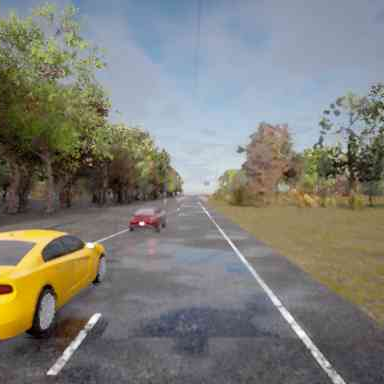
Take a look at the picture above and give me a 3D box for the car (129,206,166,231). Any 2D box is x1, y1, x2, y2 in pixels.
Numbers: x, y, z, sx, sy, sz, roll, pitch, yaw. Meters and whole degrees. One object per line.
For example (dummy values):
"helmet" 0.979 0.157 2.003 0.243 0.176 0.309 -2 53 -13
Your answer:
"car" -2.739 1.630 21.131 1.812 1.442 4.674 0 0 2

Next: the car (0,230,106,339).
"car" -3.225 1.511 6.787 1.882 1.535 5.008 0 -1 1
